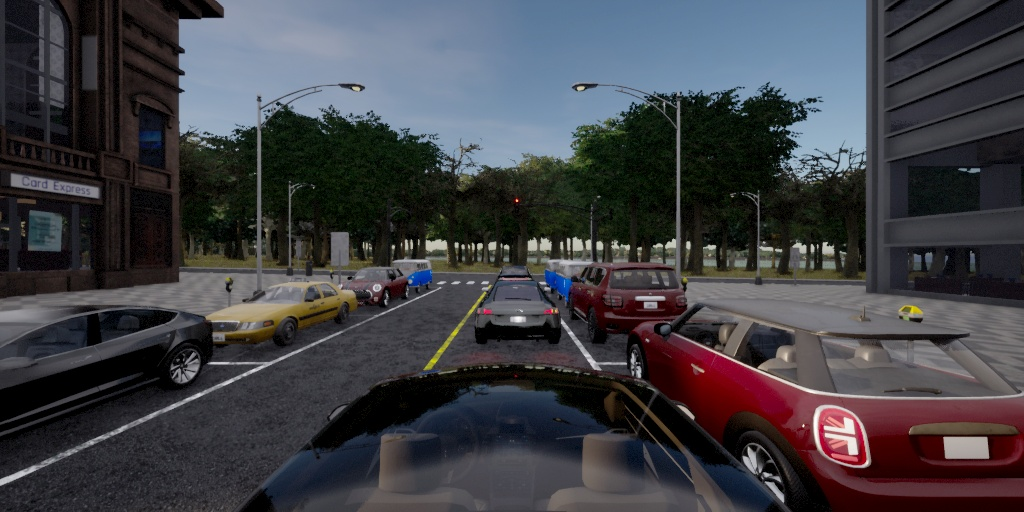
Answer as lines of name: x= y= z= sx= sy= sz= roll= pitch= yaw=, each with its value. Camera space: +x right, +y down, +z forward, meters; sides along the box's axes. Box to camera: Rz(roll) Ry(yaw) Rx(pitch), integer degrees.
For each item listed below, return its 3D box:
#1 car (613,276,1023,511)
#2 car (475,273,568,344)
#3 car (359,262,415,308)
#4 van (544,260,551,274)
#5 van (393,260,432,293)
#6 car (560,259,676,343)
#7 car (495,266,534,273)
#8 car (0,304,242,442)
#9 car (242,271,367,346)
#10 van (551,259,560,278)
car: x=2.767 y=1.190 z=4.120 sx=1.967 sy=1.591 sz=4.097 roll=0 pitch=0 yaw=0
car: x=0.121 y=1.314 z=9.607 sx=1.994 sy=1.385 sz=4.181 roll=0 pitch=0 yaw=0
car: x=-5.735 y=1.191 z=15.013 sx=1.967 sy=1.591 sz=4.097 roll=0 pitch=0 yaw=0
van: x=2.802 y=1.092 z=20.433 sx=1.690 sy=1.789 sz=3.998 roll=0 pitch=0 yaw=0
van: x=-5.723 y=1.092 z=20.451 sx=1.690 sy=1.789 sz=3.998 roll=0 pitch=0 yaw=0
car: x=2.779 y=1.065 z=9.558 sx=2.192 sy=1.841 sz=5.009 roll=0 pitch=0 yaw=0
car: x=0.136 y=1.243 z=18.488 sx=2.128 sy=1.511 sz=4.902 roll=0 pitch=0 yaw=0
car: x=-5.758 y=1.316 z=4.138 sx=1.948 sy=1.339 sz=4.313 roll=0 pitch=0 yaw=0
car: x=-5.747 y=1.276 z=9.406 sx=1.751 sy=1.417 sz=4.829 roll=0 pitch=0 yaw=0
van: x=2.790 y=1.092 z=14.995 sx=1.690 sy=1.789 sz=3.998 roll=0 pitch=0 yaw=0
